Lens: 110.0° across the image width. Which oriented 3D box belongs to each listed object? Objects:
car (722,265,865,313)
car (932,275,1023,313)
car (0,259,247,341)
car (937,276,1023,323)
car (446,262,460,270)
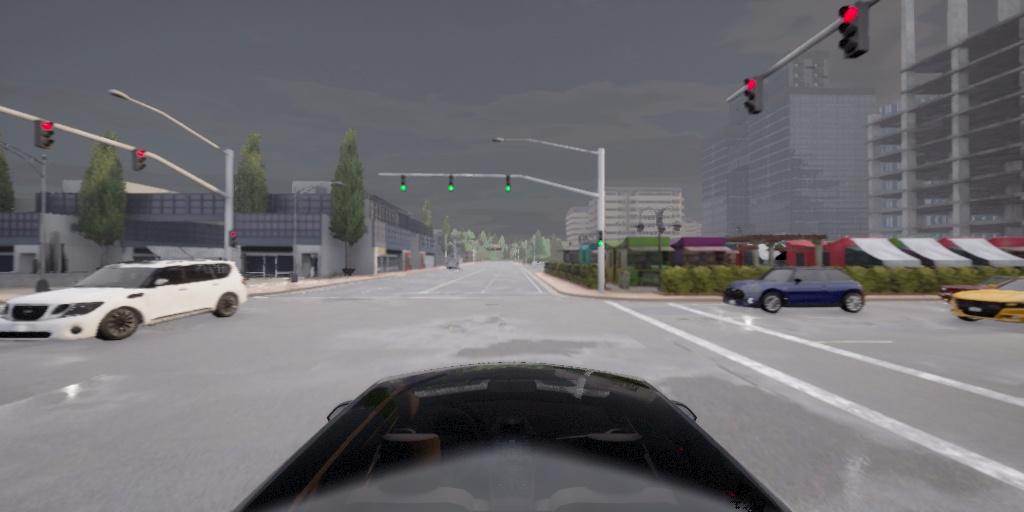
[{"bbox_3d":[10.788,1.202,14.003,4.553,1.767,2.097,0,0,-1],"label":"car"},{"bbox_3d":[20.094,1.453,14.233,4.718,1.301,1.895,0,0,-1],"label":"car"},{"bbox_3d":[-10.498,1.158,10.439,2.150,2.045,5.566,0,1,0],"label":"car"},{"bbox_3d":[16.139,1.301,10.633,5.008,1.535,1.882,0,0,-1],"label":"car"},{"bbox_3d":[-10.501,1.776,64.166,1.837,1.490,4.892,0,1,0],"label":"car"}]
